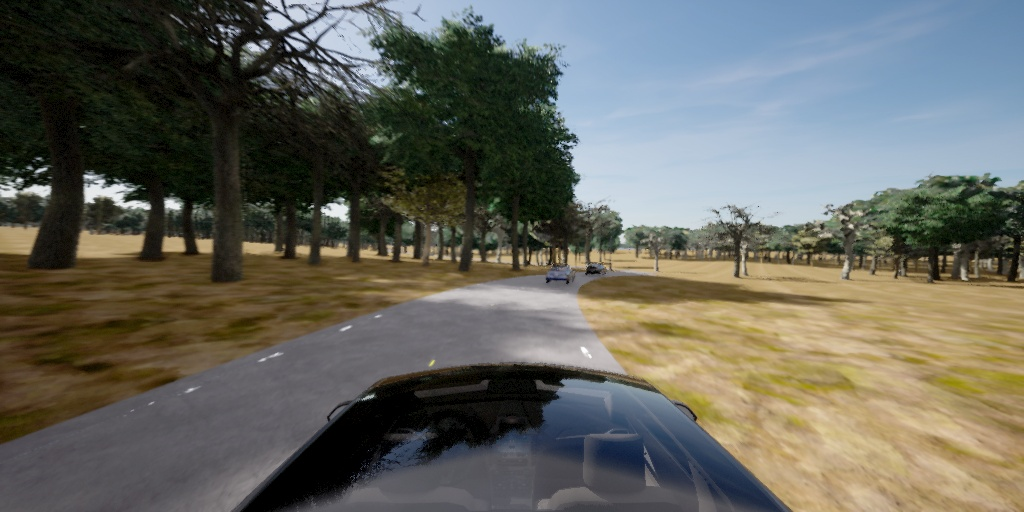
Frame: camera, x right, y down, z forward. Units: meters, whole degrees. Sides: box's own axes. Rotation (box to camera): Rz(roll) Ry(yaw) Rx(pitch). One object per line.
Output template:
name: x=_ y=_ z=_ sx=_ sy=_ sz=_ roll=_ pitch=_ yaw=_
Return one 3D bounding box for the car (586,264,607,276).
car: x=10.888 y=1.763 z=46.018 sx=1.837 sy=1.490 sz=4.892 roll=2 pitch=-1 yaw=27

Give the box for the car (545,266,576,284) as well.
car: x=4.000 y=1.481 z=29.082 sx=2.033 sy=1.411 sz=5.357 roll=2 pitch=0 yaw=17
